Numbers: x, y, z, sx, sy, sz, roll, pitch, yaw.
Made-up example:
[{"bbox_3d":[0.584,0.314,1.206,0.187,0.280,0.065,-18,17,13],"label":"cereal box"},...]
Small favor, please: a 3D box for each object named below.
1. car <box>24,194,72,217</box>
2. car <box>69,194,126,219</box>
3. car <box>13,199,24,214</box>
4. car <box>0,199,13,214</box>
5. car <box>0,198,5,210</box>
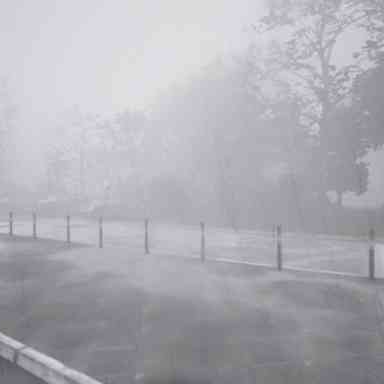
[{"bbox_3d":[-12.235,1.216,31.317,2.435,2.045,5.566,0,0,35],"label":"car"},{"bbox_3d":[-7.495,1.319,28.010,2.185,1.767,4.553,1,0,35],"label":"car"},{"bbox_3d":[-14.439,1.475,32.876,2.231,1.521,4.892,0,0,35],"label":"car"},{"bbox_3d":[-19.098,1.484,36.067,2.231,1.521,4.892,0,0,35],"label":"car"},{"bbox_3d":[-26.056,1.523,40.900,2.163,1.488,4.792,0,0,35],"label":"car"}]
